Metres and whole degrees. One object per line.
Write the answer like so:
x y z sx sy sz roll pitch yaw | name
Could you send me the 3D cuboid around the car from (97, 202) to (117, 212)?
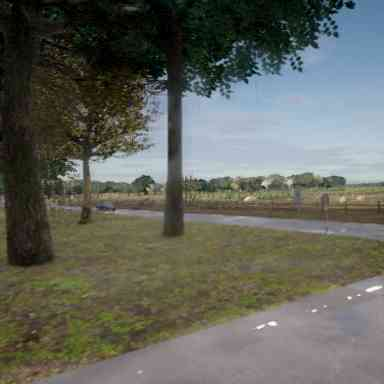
-13.771 2.362 53.488 1.837 1.490 4.892 -2 0 -35 | car
